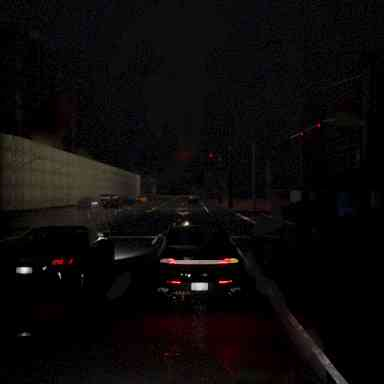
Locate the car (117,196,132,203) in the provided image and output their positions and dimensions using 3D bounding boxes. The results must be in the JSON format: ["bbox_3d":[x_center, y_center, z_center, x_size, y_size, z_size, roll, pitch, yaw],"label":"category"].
[{"bbox_3d":[-13.849,1.547,68.207,2.033,1.411,5.357,0,0,0],"label":"car"}]

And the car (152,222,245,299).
[{"bbox_3d":[0.103,1.492,8.425,2.128,1.511,4.902,0,0,-1],"label":"car"}]

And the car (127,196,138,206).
[{"bbox_3d":[-10.466,1.601,53.846,1.895,1.301,4.718,0,0,0],"label":"car"}]

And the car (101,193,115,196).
[{"bbox_3d":[-13.971,1.221,54.643,2.150,2.045,5.566,0,0,1],"label":"car"}]

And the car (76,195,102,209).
[{"bbox_3d":[-13.992,1.505,44.776,1.837,1.490,4.892,0,0,0],"label":"car"}]

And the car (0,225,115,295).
[{"bbox_3d":[-3.405,1.564,8.782,1.994,1.385,4.181,0,0,0],"label":"car"}]

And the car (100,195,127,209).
[{"bbox_3d":[-10.493,1.526,44.738,1.812,1.442,4.674,0,0,0],"label":"car"}]

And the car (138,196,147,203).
[{"bbox_3d":[-10.359,1.478,67.727,1.882,1.535,5.008,0,0,0],"label":"car"}]

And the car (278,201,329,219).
[{"bbox_3d":[9.872,1.491,28.576,4.902,1.511,2.128,0,0,0],"label":"car"}]

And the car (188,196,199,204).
[{"bbox_3d":[0.238,1.491,62.351,2.128,1.511,4.902,0,0,0],"label":"car"}]
